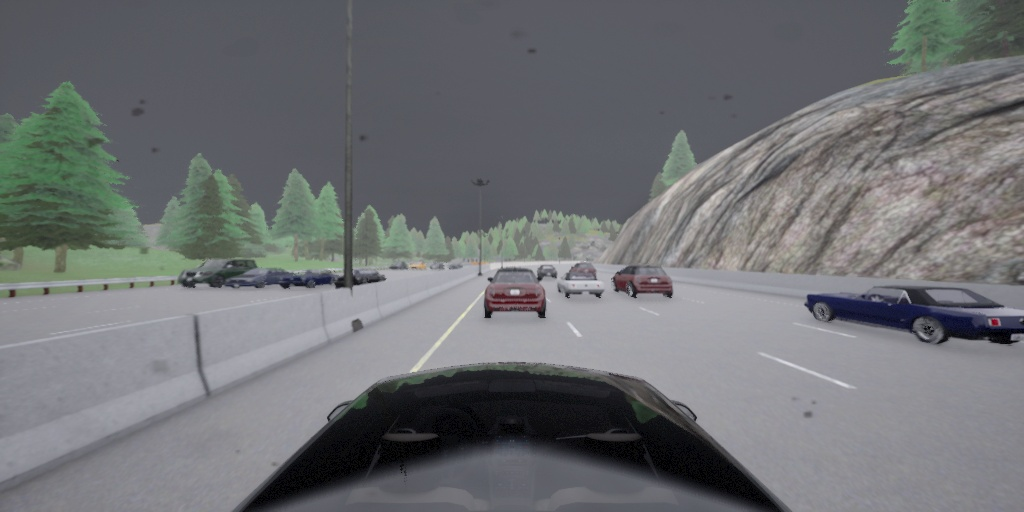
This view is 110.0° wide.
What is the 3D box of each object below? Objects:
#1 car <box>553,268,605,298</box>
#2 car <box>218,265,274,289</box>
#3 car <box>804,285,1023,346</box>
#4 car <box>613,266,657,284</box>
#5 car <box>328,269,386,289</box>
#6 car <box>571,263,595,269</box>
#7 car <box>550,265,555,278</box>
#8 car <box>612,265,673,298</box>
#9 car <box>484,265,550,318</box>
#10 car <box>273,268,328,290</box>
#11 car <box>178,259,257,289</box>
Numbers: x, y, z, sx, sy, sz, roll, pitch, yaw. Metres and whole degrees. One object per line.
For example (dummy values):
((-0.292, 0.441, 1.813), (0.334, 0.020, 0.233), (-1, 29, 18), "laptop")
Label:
((3.624, 1.532, 19.790), (1.895, 1.301, 4.718), (0, -1, 0), "car")
((-17.567, 1.533, 25.519), (2.033, 1.411, 5.357), (0, -1, 0), "car")
((10.595, 1.432, 9.712), (1.895, 1.301, 4.718), (0, -1, 0), "car")
((10.640, 1.596, 31.400), (2.033, 1.411, 5.357), (0, -1, 0), "car")
((-10.567, 1.584, 25.142), (1.895, 1.301, 4.718), (0, -1, 0), "car")
((7.148, 1.450, 36.415), (2.097, 1.767, 4.553), (0, -1, 0), "car")
((3.637, 1.635, 37.570), (1.812, 1.442, 4.674), (0, -1, 0), "car")
((7.124, 1.287, 20.068), (2.097, 1.767, 4.553), (0, -1, 0), "car")
((0.106, 1.222, 13.782), (2.097, 1.767, 4.553), (0, -1, 0), "car")
((-14.068, 1.583, 25.121), (1.895, 1.301, 4.718), (0, -1, 0), "car")
((-21.065, 1.215, 26.182), (2.150, 2.045, 5.566), (0, -1, 0), "car")
